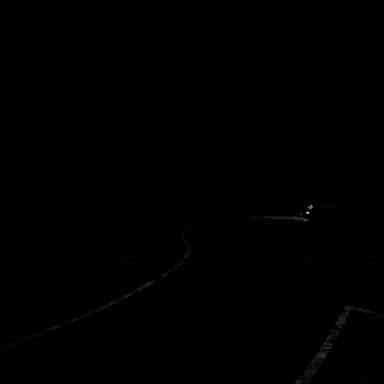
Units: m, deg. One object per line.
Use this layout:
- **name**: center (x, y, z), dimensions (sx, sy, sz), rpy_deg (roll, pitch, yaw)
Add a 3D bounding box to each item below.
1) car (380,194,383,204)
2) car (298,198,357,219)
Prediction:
- **car**: center (40.802, 1.475, 66.735), dimensions (2.435, 2.045, 5.566), rpy_deg (2, -1, -42)
- **car**: center (11.396, 1.291, 28.119), dimensions (4.553, 1.767, 2.097), rpy_deg (1, 0, -6)
